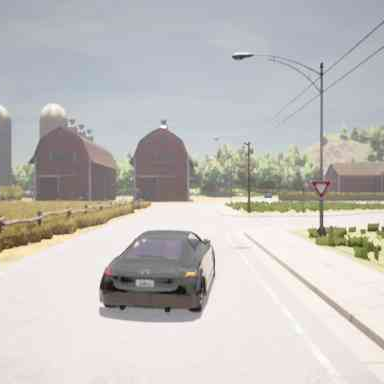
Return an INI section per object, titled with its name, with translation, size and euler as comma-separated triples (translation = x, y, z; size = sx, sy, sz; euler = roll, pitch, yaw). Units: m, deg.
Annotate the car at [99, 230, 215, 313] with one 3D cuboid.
[car]
translation = -0.541, 1.566, 7.808
size = 1.994, 1.385, 4.181
euler = 0, 0, 8
